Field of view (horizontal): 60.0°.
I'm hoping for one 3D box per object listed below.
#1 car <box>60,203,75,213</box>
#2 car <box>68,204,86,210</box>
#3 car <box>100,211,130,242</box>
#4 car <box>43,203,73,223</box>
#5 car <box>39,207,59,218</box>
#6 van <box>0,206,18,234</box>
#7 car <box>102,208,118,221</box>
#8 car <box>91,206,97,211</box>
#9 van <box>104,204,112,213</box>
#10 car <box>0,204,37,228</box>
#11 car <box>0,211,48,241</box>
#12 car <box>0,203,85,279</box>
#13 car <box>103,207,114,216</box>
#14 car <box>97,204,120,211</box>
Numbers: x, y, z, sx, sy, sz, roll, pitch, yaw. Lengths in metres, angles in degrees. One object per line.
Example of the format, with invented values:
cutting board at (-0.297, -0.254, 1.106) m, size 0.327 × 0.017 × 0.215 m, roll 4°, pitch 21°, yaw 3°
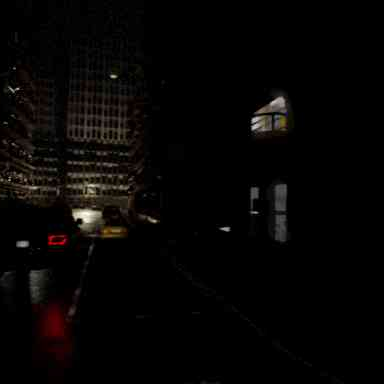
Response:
car at (-25.035, 3.218, 66.859) m, size 2.192 × 1.841 × 5.009 m, roll 2°, pitch -2°, yaw -15°
car at (-30.186, 3.871, 87.262) m, size 4.181 × 1.385 × 1.994 m, roll 1°, pitch -2°, yaw 15°
car at (-4.626, 2.105, 19.911) m, size 1.752 × 1.417 × 4.829 m, roll 2°, pitch -2°, yaw -15°
car at (-14.344, 2.197, 35.861) m, size 2.150 × 2.045 × 5.566 m, roll 2°, pitch -2°, yaw -14°
car at (-19.337, 2.796, 45.030) m, size 1.802 × 1.307 × 4.206 m, roll 2°, pitch -2°, yaw -15°
van at (-13.627, 1.874, 23.221) m, size 1.690 × 1.788 × 3.998 m, roll 2°, pitch -2°, yaw -15°
car at (-10.330, 2.785, 41.729) m, size 1.752 × 1.417 × 4.829 m, roll 2°, pitch -2°, yaw -15°
car at (-23.176, 3.976, 80.406) m, size 1.994 × 1.385 × 4.181 m, roll 2°, pitch -2°, yaw -23°
van at (-18.839, 3.630, 74.298) m, size 1.690 × 1.788 × 3.998 m, roll 2°, pitch -2°, yaw -15°
car at (-15.053, 2.018, 28.677) m, size 2.192 × 1.841 × 5.009 m, roll 2°, pitch -2°, yaw -15°
car at (-10.476, 2.010, 20.884) m, size 1.837 × 1.490 × 4.892 m, roll 2°, pitch -2°, yaw -15°
car at (-4.928, 1.478, 10.937) m, size 2.150 × 2.045 × 5.566 m, roll 2°, pitch -2°, yaw -15°
car at (-14.608, 3.300, 58.092) m, size 1.752 × 1.417 × 4.829 m, roll 2°, pitch -2°, yaw -15°
car at (-8.856, 2.400, 36.118) m, size 2.192 × 1.841 × 5.009 m, roll 2°, pitch -2°, yaw -15°
